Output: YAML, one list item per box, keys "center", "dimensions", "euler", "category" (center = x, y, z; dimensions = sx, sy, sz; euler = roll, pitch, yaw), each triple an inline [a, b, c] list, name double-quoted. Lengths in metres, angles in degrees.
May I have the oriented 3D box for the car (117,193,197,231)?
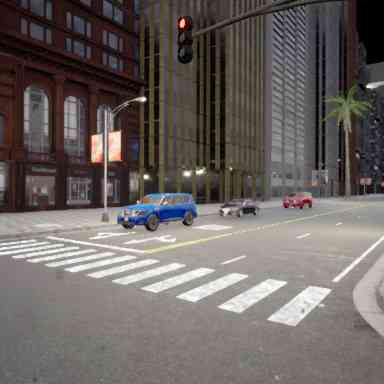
- center: [-1.908, 1.113, 20.193]
  dimensions: [2.150, 2.045, 5.566]
  euler: [0, 0, 36]
  category: "car"

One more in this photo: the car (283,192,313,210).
- center: [12.926, 1.008, 40.304]
  dimensions: [2.150, 2.045, 5.566]
  euler: [0, 0, 37]
  category: "car"

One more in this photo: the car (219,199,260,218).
- center: [4.130, 1.335, 28.402]
  dimensions: [2.128, 1.511, 4.902]
  euler: [0, 0, 36]
  category: "car"
